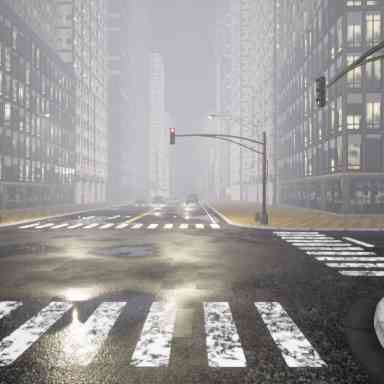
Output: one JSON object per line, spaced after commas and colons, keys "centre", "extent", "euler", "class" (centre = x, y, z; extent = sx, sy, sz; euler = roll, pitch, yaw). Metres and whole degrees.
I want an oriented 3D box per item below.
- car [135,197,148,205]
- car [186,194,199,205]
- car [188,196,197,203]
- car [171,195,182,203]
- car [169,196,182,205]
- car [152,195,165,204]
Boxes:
{"centre": [-9.653, 1.664, 64.314], "extent": [2.033, 1.411, 5.357], "euler": [0, 0, 0], "class": "car"}
{"centre": [0.091, 1.323, 60.163], "extent": [2.150, 2.045, 5.566], "euler": [0, 0, 0], "class": "car"}
{"centre": [0.107, 1.541, 70.550], "extent": [1.994, 1.385, 4.181], "euler": [0, 0, 0], "class": "car"}
{"centre": [-3.144, 1.495, 70.138], "extent": [2.128, 1.511, 4.902], "euler": [0, 0, 0], "class": "car"}
{"centre": [-3.159, 1.702, 60.167], "extent": [1.895, 1.301, 4.718], "euler": [0, 0, 0], "class": "car"}
{"centre": [-6.403, 1.468, 64.340], "extent": [2.097, 1.767, 4.553], "euler": [0, 0, 0], "class": "car"}
